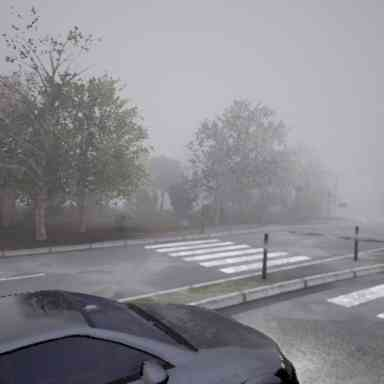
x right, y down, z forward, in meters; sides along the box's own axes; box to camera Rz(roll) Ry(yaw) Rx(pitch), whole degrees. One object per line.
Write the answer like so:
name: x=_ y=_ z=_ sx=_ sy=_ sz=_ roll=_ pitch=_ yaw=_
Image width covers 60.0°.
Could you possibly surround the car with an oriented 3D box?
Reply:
car: x=-1.061 y=1.565 z=2.645 sx=4.181 sy=1.385 sz=1.994 roll=0 pitch=0 yaw=-34
